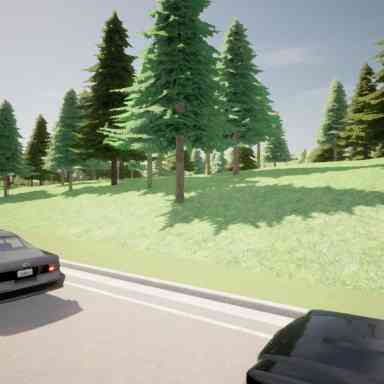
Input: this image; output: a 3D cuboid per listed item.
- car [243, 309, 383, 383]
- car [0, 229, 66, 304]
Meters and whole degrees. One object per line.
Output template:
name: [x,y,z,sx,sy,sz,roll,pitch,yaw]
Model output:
car: [2.680,1.601,2.079,4.718,1.301,1.895,0,0,36]
car: [-5.138,1.547,7.639,5.357,1.411,2.033,0,0,36]
